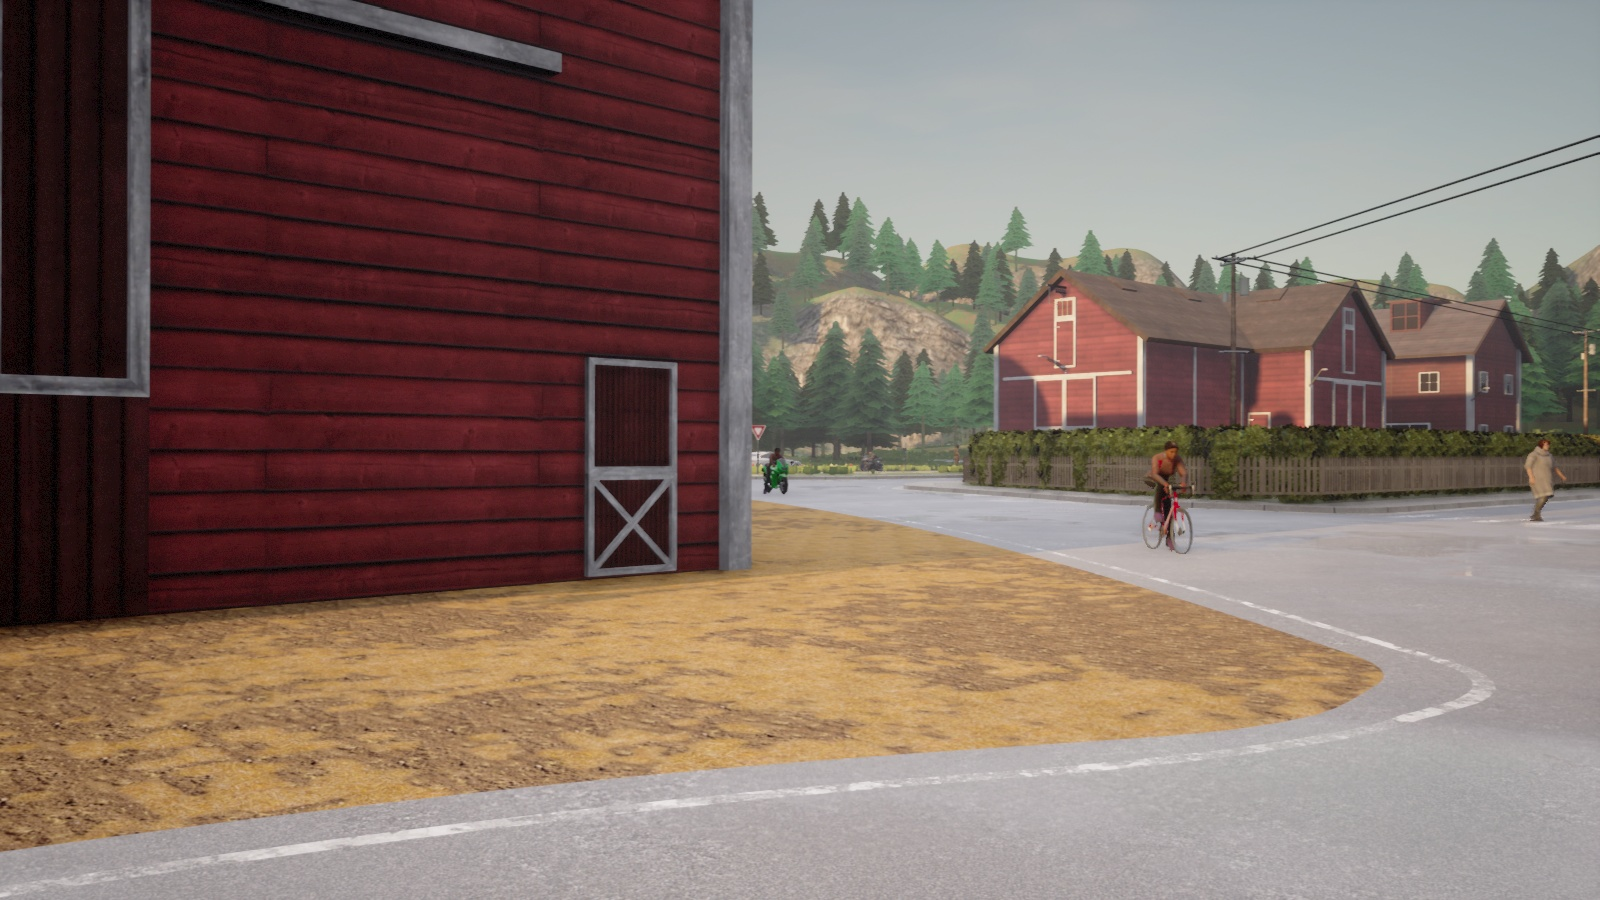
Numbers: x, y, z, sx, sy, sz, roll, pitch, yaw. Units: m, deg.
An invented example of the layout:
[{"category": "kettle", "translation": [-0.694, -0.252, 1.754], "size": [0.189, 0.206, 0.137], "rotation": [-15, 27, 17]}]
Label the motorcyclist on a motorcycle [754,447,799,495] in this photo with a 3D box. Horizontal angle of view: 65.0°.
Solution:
[{"category": "motorcyclist on a motorcycle", "translation": [-0.778, 0.681, 41.043], "size": [0.797, 1.523, 2.044], "rotation": [0, 0, -22]}]

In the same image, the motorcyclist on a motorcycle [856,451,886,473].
[{"category": "motorcyclist on a motorcycle", "translation": [5.117, 0.855, 90.005], "size": [2.191, 1.530, 0.866], "rotation": [0, 0, -42]}]

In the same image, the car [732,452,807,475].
[{"category": "car", "translation": [-1.894, 0.832, 79.139], "size": [4.674, 1.442, 1.812], "rotation": [0, 0, -42]}]

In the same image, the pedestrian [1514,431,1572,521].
[{"category": "pedestrian", "translation": [16.540, 0.568, 27.966], "size": [0.659, 1.952, 0.873], "rotation": [0, 0, -22]}]

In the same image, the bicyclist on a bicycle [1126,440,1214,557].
[{"category": "bicyclist on a bicycle", "translation": [5.344, 0.668, 18.221], "size": [0.582, 1.620, 1.656], "rotation": [0, 0, -8]}]
